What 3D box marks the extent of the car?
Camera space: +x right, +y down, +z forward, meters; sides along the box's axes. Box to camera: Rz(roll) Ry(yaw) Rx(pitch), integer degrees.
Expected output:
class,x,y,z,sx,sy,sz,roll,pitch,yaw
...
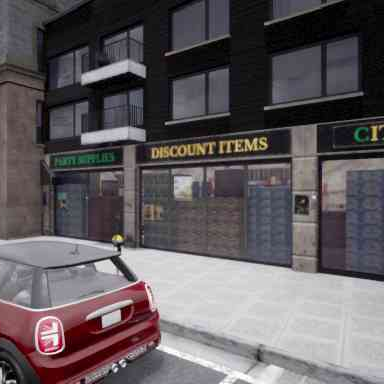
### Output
class,x,y,z,sx,sy,sz,roll,pitch,yaw
car,-2.477,1.440,4.848,4.097,1.590,1.967,0,0,36
